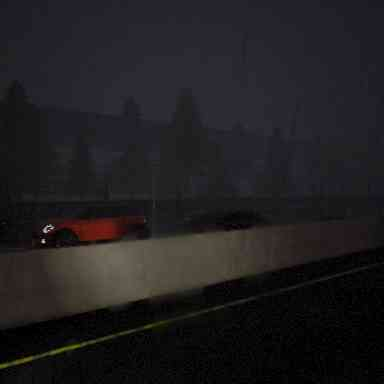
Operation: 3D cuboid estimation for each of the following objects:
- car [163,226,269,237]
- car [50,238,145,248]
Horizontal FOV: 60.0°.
[{"bbox_3d":[1.160,1.444,13.422,4.892,1.490,1.837,0,0,-35],"label":"car"},{"bbox_3d":[-4.180,1.318,13.910,4.553,1.767,2.097,0,0,-36],"label":"car"}]
